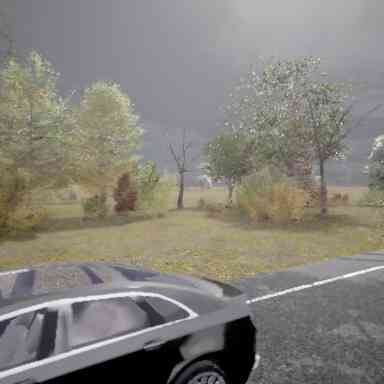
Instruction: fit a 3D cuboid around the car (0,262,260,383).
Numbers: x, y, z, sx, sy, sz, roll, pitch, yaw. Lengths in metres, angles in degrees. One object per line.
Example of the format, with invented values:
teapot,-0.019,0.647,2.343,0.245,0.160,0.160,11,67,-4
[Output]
car,-1.570,1.490,2.846,4.902,1.511,2.128,0,0,-35
